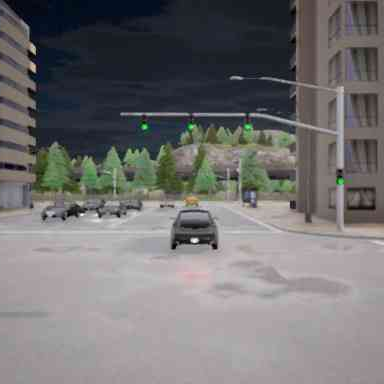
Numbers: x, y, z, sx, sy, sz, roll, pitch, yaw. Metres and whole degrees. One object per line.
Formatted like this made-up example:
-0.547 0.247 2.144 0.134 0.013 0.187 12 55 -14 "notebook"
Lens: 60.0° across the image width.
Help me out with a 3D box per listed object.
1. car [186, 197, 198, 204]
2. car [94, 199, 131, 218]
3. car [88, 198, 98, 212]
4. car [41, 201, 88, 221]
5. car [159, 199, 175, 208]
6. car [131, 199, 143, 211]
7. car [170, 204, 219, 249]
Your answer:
0.005 1.464 52.080 1.882 1.535 5.008 0 0 0 "car"
-7.092 1.518 30.220 1.812 1.442 4.674 0 0 -1 "car"
-10.573 1.496 36.534 1.837 1.490 4.892 0 0 0 "car"
-10.596 1.485 27.261 2.128 1.511 4.902 0 0 0 "car"
-3.400 1.589 46.056 1.895 1.301 4.718 0 0 0 "car"
-7.066 1.554 40.133 1.994 1.385 4.181 0 0 0 "car"
0.101 1.501 14.487 1.837 1.490 4.892 0 0 0 "car"
